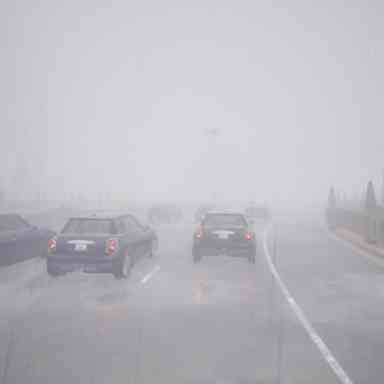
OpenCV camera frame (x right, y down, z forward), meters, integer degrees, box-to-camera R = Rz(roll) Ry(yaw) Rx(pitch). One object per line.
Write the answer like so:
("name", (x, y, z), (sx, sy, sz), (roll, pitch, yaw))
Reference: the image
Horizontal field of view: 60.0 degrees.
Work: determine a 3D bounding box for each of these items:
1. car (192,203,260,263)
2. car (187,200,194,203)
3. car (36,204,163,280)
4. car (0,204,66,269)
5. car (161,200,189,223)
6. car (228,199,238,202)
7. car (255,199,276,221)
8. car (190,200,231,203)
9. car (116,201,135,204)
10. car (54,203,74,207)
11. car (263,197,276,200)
("car", (1.310, 1.453, 12.683), (2.097, 1.767, 4.553), (0, 0, 8))
("car", (-0.863, 2.114, 61.250), (2.033, 1.411, 5.357), (-1, -1, 36))
("car", (-2.528, 1.426, 10.473), (2.097, 1.767, 4.553), (0, 0, 7))
("car", (-6.081, 1.414, 10.270), (2.097, 1.767, 4.553), (0, 0, 6))
("car", (-2.118, 1.727, 27.952), (1.837, 1.490, 4.892), (0, -1, 17))
("car", (7.765, 2.142, 66.467), (1.812, 1.442, 4.674), (-1, -1, 41))
("car", (6.119, 1.722, 30.187), (1.882, 1.535, 5.008), (0, -1, 21))
("car", (1.654, 1.732, 28.170), (1.837, 1.490, 4.892), (0, -1, 19))
("car", (-7.214, 1.763, 34.942), (1.882, 1.535, 5.008), (0, -1, 22))
("car", (-12.385, 1.765, 30.843), (1.812, 1.442, 4.674), (0, -1, 19))
("car", (15.793, 1.802, 69.846), (2.097, 1.767, 4.553), (-1, -1, 44))
